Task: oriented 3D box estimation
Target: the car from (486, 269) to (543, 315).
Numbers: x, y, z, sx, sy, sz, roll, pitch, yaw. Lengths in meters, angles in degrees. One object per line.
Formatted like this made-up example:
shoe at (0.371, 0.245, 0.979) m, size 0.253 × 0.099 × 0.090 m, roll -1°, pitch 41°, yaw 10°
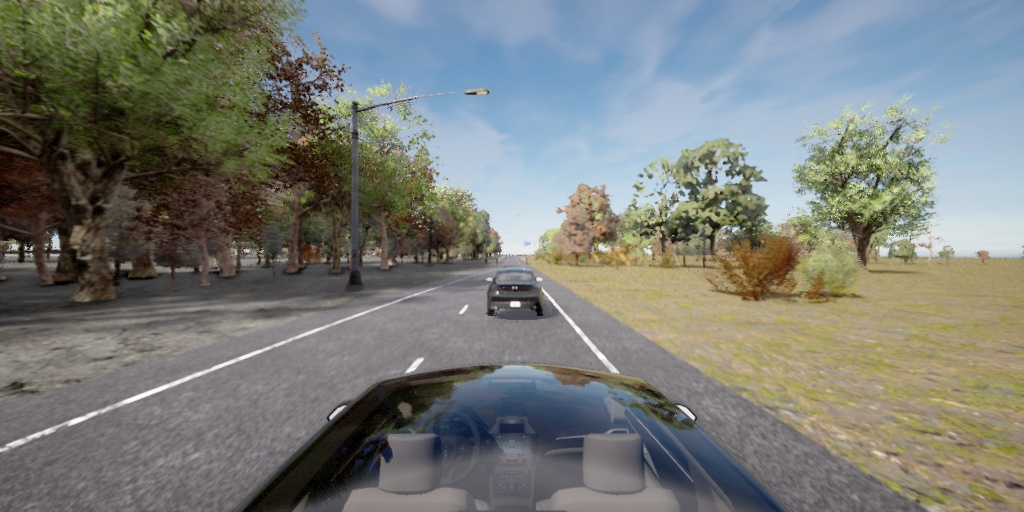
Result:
car at (0.100, 1.206, 13.241) m, size 1.837 × 1.490 × 4.892 m, roll 0°, pitch 0°, yaw 0°
